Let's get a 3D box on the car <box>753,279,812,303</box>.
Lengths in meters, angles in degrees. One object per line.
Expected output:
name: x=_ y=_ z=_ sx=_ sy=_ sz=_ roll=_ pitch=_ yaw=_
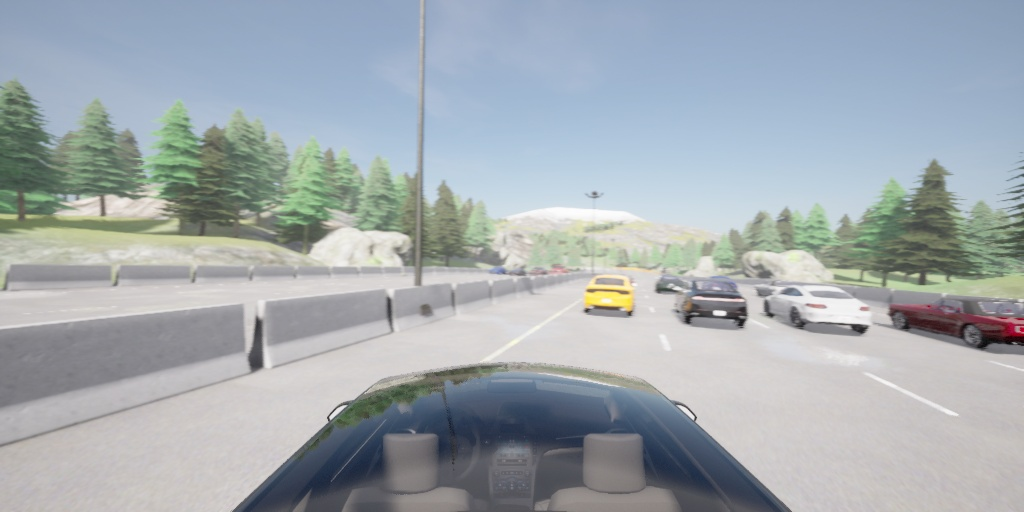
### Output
car: x=18.552 y=2.344 z=24.892 sx=1.895 sy=1.301 sz=4.718 roll=1 pitch=-1 yaw=19

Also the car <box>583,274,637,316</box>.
car: x=4.325 y=1.568 z=15.618 sx=1.882 sy=1.535 sz=5.008 roll=1 pitch=-1 yaw=19

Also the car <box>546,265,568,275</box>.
car: x=7.649 y=2.526 z=58.312 sx=2.150 sy=2.045 sz=5.566 roll=1 pitch=-2 yaw=19

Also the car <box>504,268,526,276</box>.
car: x=1.018 y=2.682 z=60.531 sx=2.033 sy=1.411 sz=5.357 roll=1 pitch=-2 yaw=19

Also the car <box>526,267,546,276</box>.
car: x=4.370 y=2.576 z=59.535 sx=2.097 sy=1.767 sz=4.553 roll=1 pitch=-2 yaw=19

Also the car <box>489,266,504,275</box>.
car: x=-2.318 y=2.524 z=61.584 sx=1.882 sy=1.535 sz=5.008 roll=1 pitch=-2 yaw=19

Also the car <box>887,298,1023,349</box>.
car: x=13.705 y=1.900 z=10.653 sx=1.895 sy=1.301 sz=4.718 roll=1 pitch=-1 yaw=19

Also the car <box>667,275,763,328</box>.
car: x=7.284 y=1.638 z=13.479 sx=2.128 sy=1.511 sz=4.902 roll=1 pitch=-1 yaw=19

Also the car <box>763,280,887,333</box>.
car: x=10.830 y=1.775 z=13.024 sx=1.812 sy=1.442 sz=4.674 roll=1 pitch=-1 yaw=19

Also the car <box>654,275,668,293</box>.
car: x=12.151 y=2.161 z=27.787 sx=1.994 sy=1.385 sz=4.181 roll=1 pitch=-1 yaw=19
